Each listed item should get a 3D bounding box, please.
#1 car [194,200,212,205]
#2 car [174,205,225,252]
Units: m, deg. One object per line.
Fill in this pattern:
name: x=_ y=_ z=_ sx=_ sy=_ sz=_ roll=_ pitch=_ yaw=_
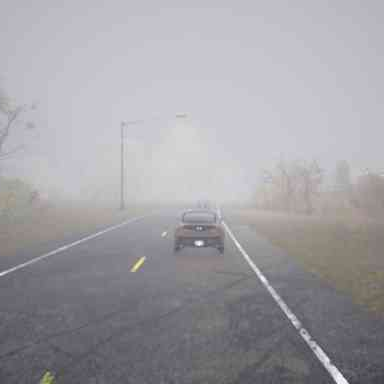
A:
car: x=1.163 y=1.508 z=35.037 sx=2.033 sy=1.411 sz=5.357 roll=0 pitch=0 yaw=3
car: x=0.301 y=1.483 z=13.717 sx=1.837 sy=1.490 sz=4.892 roll=0 pitch=0 yaw=1
